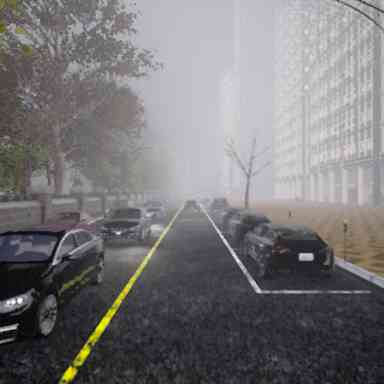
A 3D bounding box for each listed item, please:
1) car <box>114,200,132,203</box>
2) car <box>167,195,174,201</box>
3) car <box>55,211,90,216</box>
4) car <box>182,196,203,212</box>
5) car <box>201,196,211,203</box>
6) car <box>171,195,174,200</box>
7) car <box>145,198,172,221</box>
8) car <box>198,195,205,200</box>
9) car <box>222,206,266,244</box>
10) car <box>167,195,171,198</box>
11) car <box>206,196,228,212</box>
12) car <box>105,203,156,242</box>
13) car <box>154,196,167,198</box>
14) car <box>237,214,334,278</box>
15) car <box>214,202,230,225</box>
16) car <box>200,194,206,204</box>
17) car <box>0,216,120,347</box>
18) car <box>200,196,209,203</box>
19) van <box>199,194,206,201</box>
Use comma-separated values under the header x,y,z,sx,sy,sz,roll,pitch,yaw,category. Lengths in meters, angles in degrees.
x,y,z,sx,sy,sz,roll,pitch,yaw,category
-5.691,1.420,26.806,1.967,1.590,4.097,0,0,0,car
-5.695,1.520,88.591,1.752,1.417,4.829,0,0,0,car
-5.691,1.569,15.541,1.802,1.307,4.206,0,0,0,car
-0.004,1.502,37.611,1.812,1.442,4.674,0,0,0,car
2.687,1.560,66.232,1.802,1.307,4.206,0,0,0,car
-5.694,1.529,77.496,1.887,1.381,4.507,0,0,0,car
-3.080,1.472,26.803,2.128,1.511,4.902,0,0,0,car
2.685,1.582,94.393,1.802,1.307,4.206,0,0,0,car
2.689,1.552,15.541,1.947,1.339,4.313,0,0,0,car
-5.693,1.524,66.232,1.887,1.381,4.507,0,0,0,car
3.110,1.329,38.190,2.097,1.767,4.553,0,0,0,car
-3.099,1.491,16.423,1.837,1.490,4.892,0,0,0,car
-5.693,1.522,54.967,1.887,1.381,4.507,0,0,0,car
2.690,1.557,9.909,1.947,1.339,4.313,0,0,0,car
2.689,1.549,21.174,1.947,1.339,4.313,0,0,0,car
2.687,1.528,60.600,2.008,1.369,4.403,0,0,0,car
-3.102,1.485,6.604,2.128,1.511,4.902,0,0,0,car
2.687,1.563,71.864,1.802,1.307,4.206,0,0,0,car
2.686,1.330,83.130,1.690,1.788,3.998,0,0,0,van
